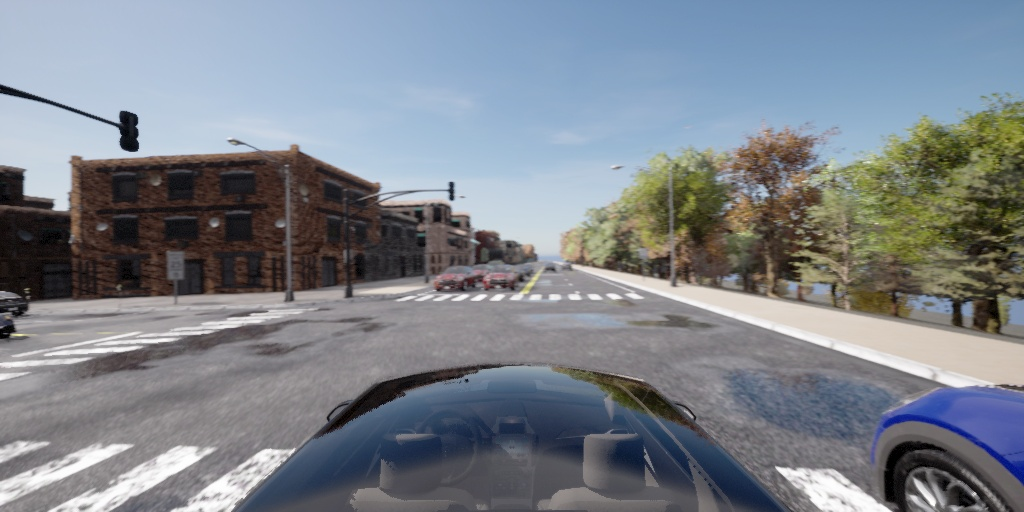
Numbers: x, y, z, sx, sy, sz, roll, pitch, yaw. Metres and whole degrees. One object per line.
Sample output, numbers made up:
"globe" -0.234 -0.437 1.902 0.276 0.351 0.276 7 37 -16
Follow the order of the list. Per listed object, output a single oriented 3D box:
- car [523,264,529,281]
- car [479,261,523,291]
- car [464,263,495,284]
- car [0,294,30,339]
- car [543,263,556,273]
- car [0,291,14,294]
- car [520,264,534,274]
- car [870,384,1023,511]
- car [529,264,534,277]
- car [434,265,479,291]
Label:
"car" 0.259 1.680 34.478 1.882 1.535 5.008 -1 -1 6
"car" -0.674 1.447 25.430 2.097 1.767 4.553 -1 -1 6
"car" -3.003 1.624 34.543 2.097 1.767 4.553 -1 -1 6
"car" -18.238 2.117 11.085 4.181 1.385 1.994 -2 0 5
"car" 5.975 1.895 56.363 1.837 1.490 4.892 -1 -1 6
"car" -26.546 2.449 17.725 4.403 1.370 2.007 0 0 5
"car" 2.371 1.948 54.678 1.837 1.490 4.892 -1 -1 6
"car" 3.467 1.014 0.645 2.097 1.767 4.553 -1 -1 6
"car" 1.294 1.885 44.421 1.994 1.385 4.181 -1 -1 7
"car" -3.967 1.521 25.793 2.097 1.767 4.553 -1 -1 8
